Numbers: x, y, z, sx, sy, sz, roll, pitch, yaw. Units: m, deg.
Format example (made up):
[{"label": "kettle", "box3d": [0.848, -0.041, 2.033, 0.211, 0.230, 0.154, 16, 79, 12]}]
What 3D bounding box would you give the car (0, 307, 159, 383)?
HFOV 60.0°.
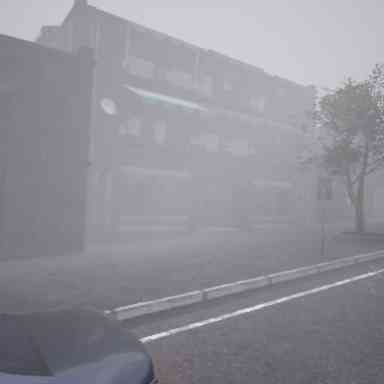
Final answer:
[{"label": "car", "box3d": [-2.722, 1.549, 1.744, 5.357, 1.411, 2.033, 0, 0, -36]}]
